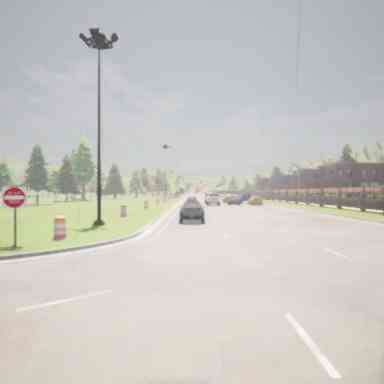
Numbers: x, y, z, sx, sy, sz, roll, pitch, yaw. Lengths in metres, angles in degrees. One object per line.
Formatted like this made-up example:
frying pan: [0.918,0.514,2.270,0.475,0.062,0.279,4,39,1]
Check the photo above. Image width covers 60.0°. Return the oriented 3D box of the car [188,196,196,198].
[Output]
car: [0.011,1.427,55.457,2.128,1.511,4.902,0,0,0]

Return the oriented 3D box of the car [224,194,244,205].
car: [7.011,1.499,55.872,1.994,1.385,4.181,0,0,0]

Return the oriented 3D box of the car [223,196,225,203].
car: [7.013,1.407,65.875,1.882,1.535,5.008,0,0,0]

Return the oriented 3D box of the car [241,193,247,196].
car: [10.513,1.166,65.904,2.150,2.045,5.566,0,0,0]

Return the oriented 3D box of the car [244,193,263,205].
car: [10.511,1.413,55.455,1.882,1.535,5.008,0,0,0]

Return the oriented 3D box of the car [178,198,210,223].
car: [0.005,1.463,24.844,2.128,1.511,4.902,0,0,0]

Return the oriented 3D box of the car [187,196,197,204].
car: [0.013,1.483,65.877,2.033,1.411,5.357,0,0,0]

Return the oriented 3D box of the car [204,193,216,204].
car: [3.513,1.172,65.906,2.150,2.045,5.566,0,0,0]

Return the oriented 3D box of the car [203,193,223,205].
car: [3.511,1.157,55.486,2.150,2.045,5.566,0,0,0]
